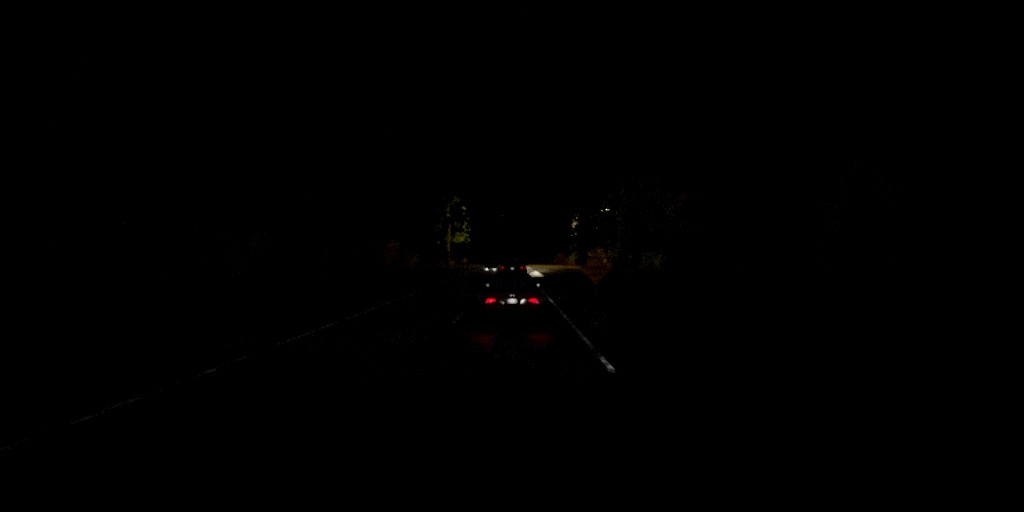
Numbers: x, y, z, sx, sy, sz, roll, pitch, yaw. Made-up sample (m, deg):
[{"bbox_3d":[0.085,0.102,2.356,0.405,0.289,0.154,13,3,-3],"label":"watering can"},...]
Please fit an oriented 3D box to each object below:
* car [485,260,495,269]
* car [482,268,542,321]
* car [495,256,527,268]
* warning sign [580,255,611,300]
[{"bbox_3d":[-3.529,1.372,60.853,2.033,1.411,5.357,0,0,1],"label":"car"},{"bbox_3d":[0.029,1.298,12.476,2.033,1.411,5.357,0,0,1],"label":"car"},{"bbox_3d":[0.041,0.987,28.541,2.150,2.045,5.566,0,0,0],"label":"car"},{"bbox_3d":[3.553,0.867,15.267,1.300,1.860,1.060,0,0,0],"label":"warning sign"}]
